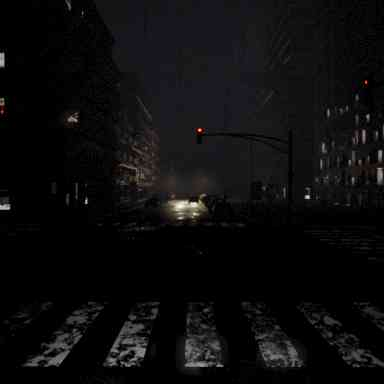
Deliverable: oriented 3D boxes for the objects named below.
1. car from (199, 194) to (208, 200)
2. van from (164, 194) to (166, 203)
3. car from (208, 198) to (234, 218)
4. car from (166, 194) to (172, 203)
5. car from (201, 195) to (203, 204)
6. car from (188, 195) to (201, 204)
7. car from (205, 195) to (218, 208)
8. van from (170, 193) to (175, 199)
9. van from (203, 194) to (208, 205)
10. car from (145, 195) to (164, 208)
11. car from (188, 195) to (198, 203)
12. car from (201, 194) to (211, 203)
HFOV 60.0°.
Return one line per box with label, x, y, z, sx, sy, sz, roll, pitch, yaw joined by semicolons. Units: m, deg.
car;2.947;1.309;86.396;1.967;1.590;4.097;-1;0;0
van;-5.544;1.284;52.514;1.690;1.788;3.998;-1;0;0
car;2.737;1.520;29.938;1.887;1.381;4.507;-1;0;0
car;-5.506;1.467;63.806;1.887;1.381;4.507;-1;0;0
car;2.807;1.488;52.522;1.887;1.381;4.507;-1;0;0
car;0.287;1.433;60.856;1.837;1.490;4.892;0;0;0
car;2.753;1.408;35.584;1.967;1.590;4.097;-1;0;0
van;-5.473;1.239;75.099;1.690;1.788;3.998;-1;0;0
van;2.787;1.293;46.876;1.690;1.788;3.998;-1;0;0
car;-5.558;1.518;46.869;1.947;1.339;4.313;-1;0;0
car;0.243;1.424;71.058;2.128;1.511;4.902;0;0;0
car;2.864;1.351;69.459;1.967;1.590;4.097;-1;0;0
